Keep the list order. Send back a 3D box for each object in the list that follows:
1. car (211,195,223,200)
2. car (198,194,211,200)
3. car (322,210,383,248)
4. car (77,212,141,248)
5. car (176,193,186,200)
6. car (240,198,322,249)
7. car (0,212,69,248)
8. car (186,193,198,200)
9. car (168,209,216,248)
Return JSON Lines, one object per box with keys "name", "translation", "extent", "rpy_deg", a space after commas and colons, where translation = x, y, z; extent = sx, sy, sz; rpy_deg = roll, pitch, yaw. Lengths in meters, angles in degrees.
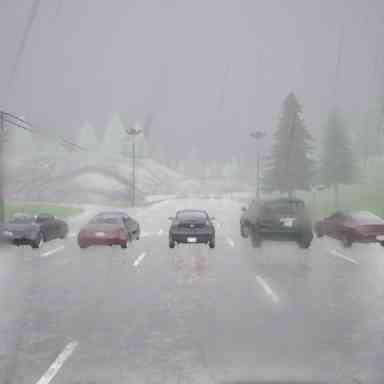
{"name": "car", "translation": [7.000, 1.437, 90.492], "extent": [1.994, 1.385, 4.181], "rpy_deg": [0, 0, 0]}
{"name": "car", "translation": [3.500, 1.442, 90.880], "extent": [2.033, 1.411, 5.357], "rpy_deg": [0, 0, 0]}
{"name": "car", "translation": [7.000, 1.530, 14.650], "extent": [1.812, 1.442, 4.674], "rpy_deg": [0, 0, 0]}
{"name": "car", "translation": [-3.500, 1.569, 14.650], "extent": [1.994, 1.385, 4.181], "rpy_deg": [0, 0, 0]}
{"name": "car", "translation": [-3.500, 1.441, 90.861], "extent": [2.033, 1.411, 5.357], "rpy_deg": [0, 0, 0]}
{"name": "car", "translation": [3.500, 1.255, 14.680], "extent": [2.150, 2.045, 5.566], "rpy_deg": [0, 0, 0]}
{"name": "car", "translation": [-7.000, 1.569, 14.650], "extent": [1.994, 1.385, 4.181], "rpy_deg": [0, 0, 0]}
{"name": "car", "translation": [0.000, 1.424, 90.832], "extent": [1.812, 1.442, 4.674], "rpy_deg": [0, 0, 0]}
{"name": "car", "translation": [0.000, 1.513, 14.650], "extent": [1.837, 1.490, 4.892], "rpy_deg": [0, 0, 0]}
